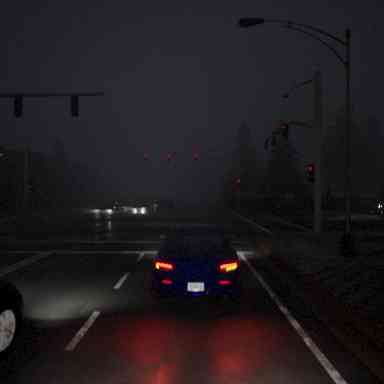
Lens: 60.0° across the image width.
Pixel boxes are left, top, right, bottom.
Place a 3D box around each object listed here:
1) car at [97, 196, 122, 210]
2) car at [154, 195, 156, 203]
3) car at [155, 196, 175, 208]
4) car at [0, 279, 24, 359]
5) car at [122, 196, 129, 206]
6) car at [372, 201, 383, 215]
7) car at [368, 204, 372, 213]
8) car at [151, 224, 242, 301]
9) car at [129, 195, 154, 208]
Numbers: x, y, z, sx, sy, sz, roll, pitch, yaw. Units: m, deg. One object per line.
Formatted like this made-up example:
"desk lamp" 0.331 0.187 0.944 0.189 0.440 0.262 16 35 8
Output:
"car" -10.623 1.431 42.036 1.812 1.442 4.674 0 0 0
"car" -7.086 1.371 59.397 1.837 1.490 4.892 0 0 0
"car" -3.448 1.375 45.172 1.882 1.535 5.008 0 0 0
"car" -3.441 1.498 3.052 1.837 1.490 4.892 0 0 0
"car" -10.630 1.362 51.235 1.882 1.535 5.008 0 1 0
"car" 18.233 1.429 27.705 4.902 1.511 2.128 0 0 0
"car" 19.049 1.281 31.202 4.553 1.767 2.097 0 0 0
"car" 0.131 1.507 8.186 1.812 1.442 4.674 0 0 2
"car" -7.108 1.385 47.256 2.128 1.511 4.902 0 0 0
